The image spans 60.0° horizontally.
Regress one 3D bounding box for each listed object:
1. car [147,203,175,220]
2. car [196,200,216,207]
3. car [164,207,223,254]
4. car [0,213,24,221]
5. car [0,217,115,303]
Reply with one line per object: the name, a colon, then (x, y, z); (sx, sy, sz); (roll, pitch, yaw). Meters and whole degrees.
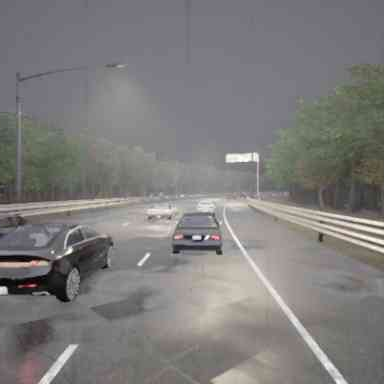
car: (-2.391, 1.579, 27.511); (1.895, 1.301, 4.718); (0, 0, 4)
car: (1.358, 1.507, 31.976); (1.812, 1.442, 4.674); (0, 0, 5)
car: (0.256, 1.540, 13.442); (2.033, 1.411, 5.357); (0, 0, 2)
car: (-6.691, 1.486, 11.503); (1.837, 1.490, 4.892); (0, 0, 2)
car: (-3.274, 1.481, 8.155); (2.128, 1.511, 4.902); (0, 0, 1)
